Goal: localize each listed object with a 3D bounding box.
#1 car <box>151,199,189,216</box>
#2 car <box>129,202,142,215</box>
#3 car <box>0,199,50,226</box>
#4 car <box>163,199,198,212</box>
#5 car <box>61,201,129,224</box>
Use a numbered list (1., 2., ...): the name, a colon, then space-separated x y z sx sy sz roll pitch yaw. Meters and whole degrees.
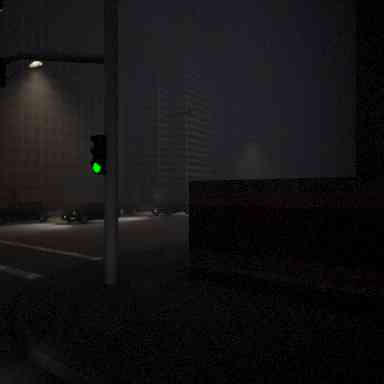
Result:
1. car: -1.936 1.491 32.742 2.128 1.511 4.902 0 0 36
2. car: -7.159 1.547 31.503 2.033 1.411 5.357 0 0 36
3. car: -12.699 1.352 23.818 2.097 1.767 4.553 0 0 36
4. car: -1.359 1.564 39.496 1.994 1.385 4.181 0 0 36
5. car: -7.437 1.505 25.146 1.837 1.490 4.892 0 0 36
